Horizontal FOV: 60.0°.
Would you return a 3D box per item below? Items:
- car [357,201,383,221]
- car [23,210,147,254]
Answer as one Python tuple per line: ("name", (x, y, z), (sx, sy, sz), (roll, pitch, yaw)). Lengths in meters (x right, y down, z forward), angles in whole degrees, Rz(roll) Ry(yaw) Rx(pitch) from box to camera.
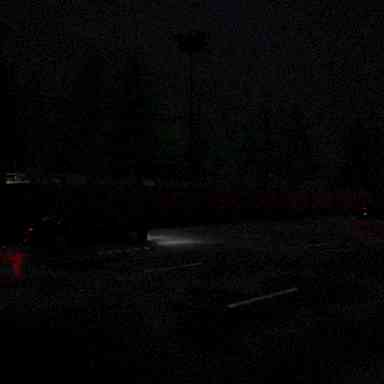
("car", (15.744, 1.540, 27.875), (4.902, 1.511, 2.128), (0, 0, -35))
("car", (-4.192, 1.513, 13.654), (4.892, 1.490, 1.837), (0, 0, -36))
